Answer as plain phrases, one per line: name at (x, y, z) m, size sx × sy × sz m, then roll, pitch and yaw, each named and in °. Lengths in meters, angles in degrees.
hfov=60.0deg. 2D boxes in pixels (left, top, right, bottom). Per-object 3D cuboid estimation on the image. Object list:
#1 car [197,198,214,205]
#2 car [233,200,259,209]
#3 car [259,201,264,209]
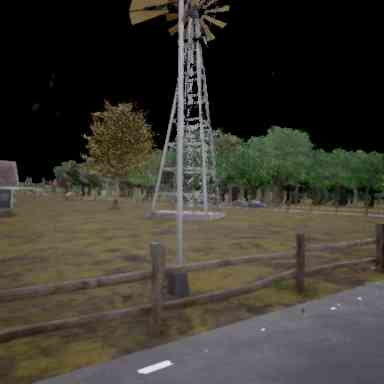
car at (2.702, 2.051, 72.316) m, size 2.128 × 1.511 × 4.902 m, roll 3°, pitch -2°, yaw -35°
car at (9.100, 2.159, 58.493) m, size 1.994 × 1.385 × 4.181 m, roll 3°, pitch -2°, yaw -35°
car at (11.068, 2.239, 60.601) m, size 1.812 × 1.442 × 4.674 m, roll 3°, pitch -1°, yaw -35°
